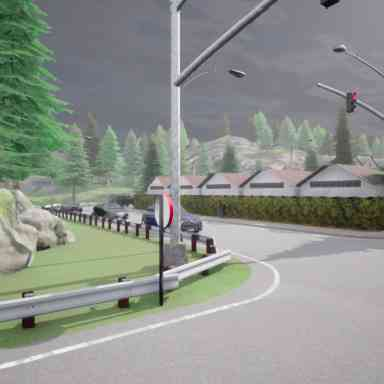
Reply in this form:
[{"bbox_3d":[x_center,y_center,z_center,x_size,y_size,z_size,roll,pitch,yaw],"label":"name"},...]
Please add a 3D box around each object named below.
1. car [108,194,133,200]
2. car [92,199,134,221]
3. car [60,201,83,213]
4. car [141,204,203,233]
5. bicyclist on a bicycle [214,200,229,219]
[{"bbox_3d":[-10.971,1.398,53.185,2.150,2.045,5.566,0,0,33],"label":"car"},{"bbox_3d":[-7.107,1.683,28.780,2.128,1.511,4.902,0,0,-35],"label":"car"},{"bbox_3d":[-14.422,1.752,39.700,1.994,1.385,4.181,0,0,-30],"label":"car"},{"bbox_3d":[-1.317,1.544,20.497,2.097,1.767,4.553,0,0,-35],"label":"car"},{"bbox_3d":[2.507,1.494,28.077,1.656,1.620,0.582,0,0,-35],"label":"bicyclist on a bicycle"}]
